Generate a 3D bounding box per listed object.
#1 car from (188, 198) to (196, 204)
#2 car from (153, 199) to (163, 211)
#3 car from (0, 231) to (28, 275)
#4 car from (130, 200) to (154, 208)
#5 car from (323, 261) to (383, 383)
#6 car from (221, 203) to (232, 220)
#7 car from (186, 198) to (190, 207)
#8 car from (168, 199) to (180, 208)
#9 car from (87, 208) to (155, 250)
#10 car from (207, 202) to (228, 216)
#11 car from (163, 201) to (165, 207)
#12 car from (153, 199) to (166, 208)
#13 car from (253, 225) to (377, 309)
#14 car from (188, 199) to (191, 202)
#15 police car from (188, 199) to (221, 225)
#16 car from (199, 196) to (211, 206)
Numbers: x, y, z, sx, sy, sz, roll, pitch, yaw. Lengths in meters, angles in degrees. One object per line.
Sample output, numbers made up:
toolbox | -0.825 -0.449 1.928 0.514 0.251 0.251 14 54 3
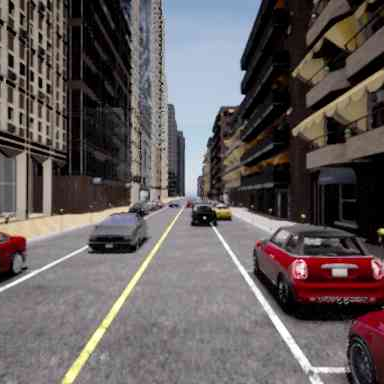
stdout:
car | -0.016 2.065 77.622 1.994 1.385 4.181 0 0 0
car | -5.699 1.914 47.528 2.008 1.369 4.403 0 0 0
car | -5.691 1.605 7.990 1.887 1.381 4.507 0 0 0
car | -5.698 1.840 36.232 1.947 1.339 4.313 0 0 0
car | 2.690 1.600 2.343 1.802 1.307 4.206 0 0 0
car | 2.685 1.757 30.755 1.752 1.417 4.829 0 0 0
car | -0.010 2.018 58.798 1.994 1.385 4.181 0 0 0
car | -3.053 1.990 57.366 2.033 1.411 5.357 0 0 1
car | -3.103 1.661 15.106 2.033 1.411 5.357 0 0 0
car | 2.684 1.840 36.234 1.947 1.339 4.313 0 0 0
car | -5.701 1.849 53.179 1.967 1.590 4.097 0 0 0
car | -5.702 1.979 58.655 1.752 1.417 4.829 0 0 0
car | 2.689 1.500 7.993 1.967 1.590 4.097 0 0 0
car | 0.803 1.776 35.648 1.837 1.490 4.892 0 0 0
police car | 0.894 1.619 25.759 1.930 1.638 5.238 0 0 0
car | 2.676 1.862 70.126 2.192 1.841 5.009 0 0 0
